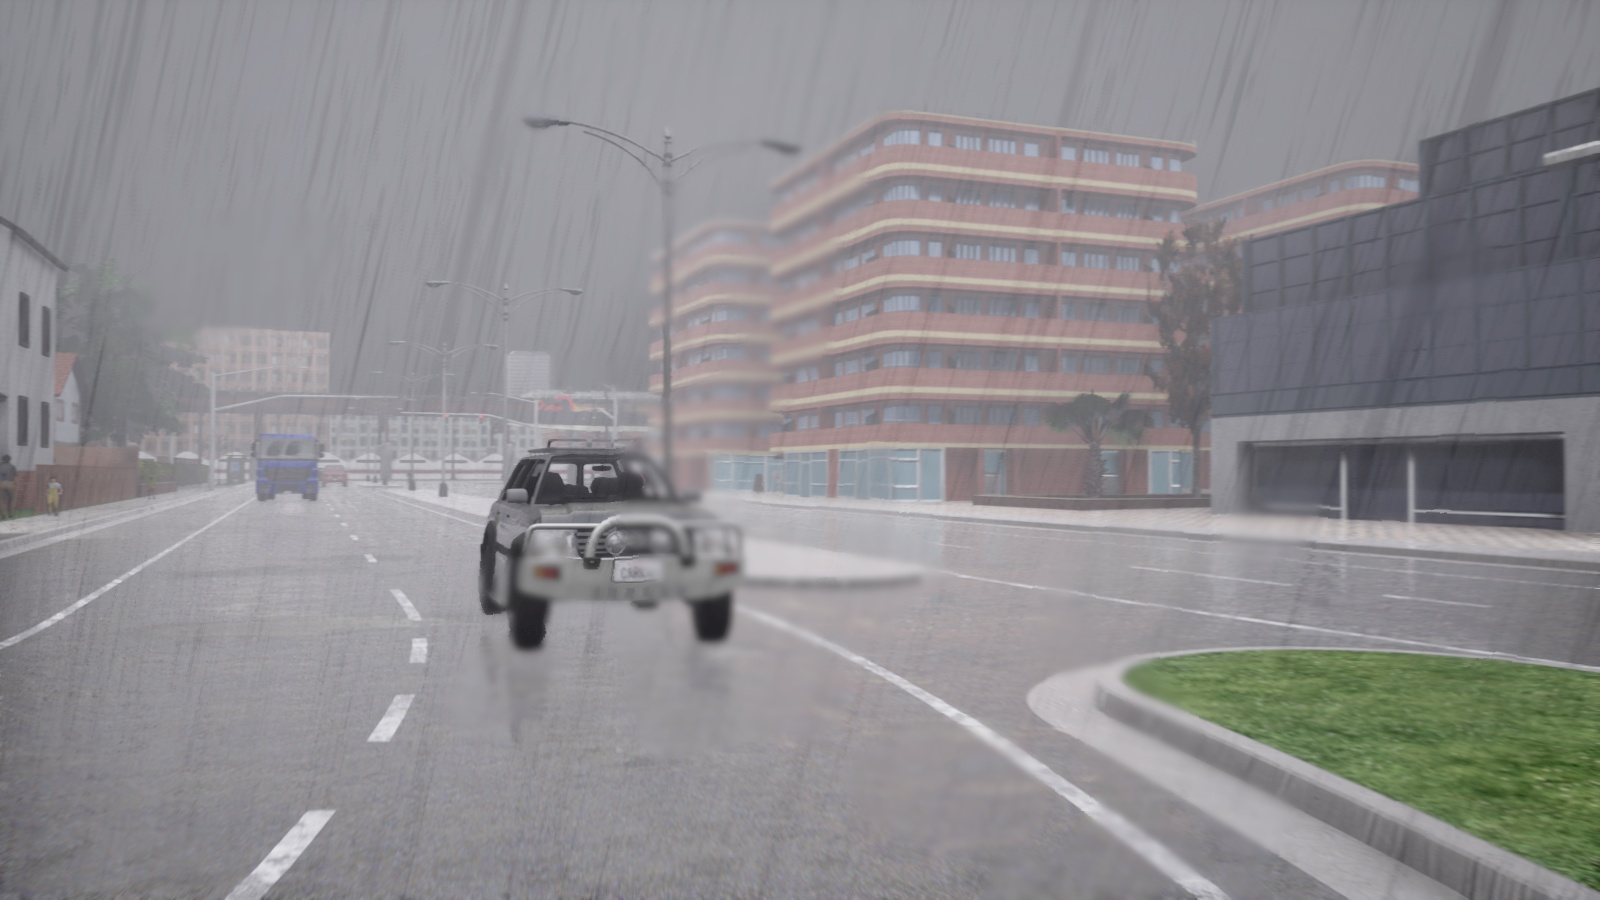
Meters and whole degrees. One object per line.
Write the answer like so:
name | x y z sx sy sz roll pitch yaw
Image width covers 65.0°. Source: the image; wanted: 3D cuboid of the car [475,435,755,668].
car | -2.047 0.852 12.494 1.932 1.855 4.605 0 -1 -19

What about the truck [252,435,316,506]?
truck | -26.657 1.071 65.039 2.891 3.462 7.936 0 -1 -22

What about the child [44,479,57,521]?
child | -22.575 1.508 37.826 0.270 1.263 0.437 0 -1 -22

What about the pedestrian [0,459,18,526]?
pedestrian | -22.030 1.175 34.771 0.540 1.848 0.694 0 -1 -23
